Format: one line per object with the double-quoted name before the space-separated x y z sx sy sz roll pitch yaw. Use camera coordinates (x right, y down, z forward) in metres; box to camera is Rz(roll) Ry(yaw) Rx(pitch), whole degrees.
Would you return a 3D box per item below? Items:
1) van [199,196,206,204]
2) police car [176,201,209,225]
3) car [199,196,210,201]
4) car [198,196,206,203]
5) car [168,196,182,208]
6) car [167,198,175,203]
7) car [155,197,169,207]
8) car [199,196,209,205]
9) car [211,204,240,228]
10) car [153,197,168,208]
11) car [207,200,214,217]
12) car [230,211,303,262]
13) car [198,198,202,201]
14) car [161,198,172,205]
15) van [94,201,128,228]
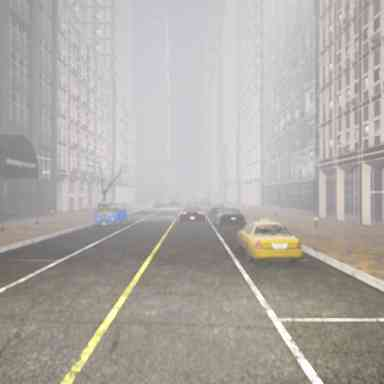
"van" 2.670 2.048 86.381 1.690 1.788 3.998 0 0 0
"police car" 0.051 1.736 26.333 2.038 1.542 4.974 0 -1 0
"car" 2.673 1.898 69.287 2.192 1.841 5.009 0 0 0
"car" 2.669 2.062 92.080 2.192 1.841 5.009 0 0 0
"car" -3.056 1.735 60.155 2.150 2.045 5.566 0 0 1
"car" -5.711 2.297 92.080 2.008 1.369 4.403 0 0 0
"car" -5.706 1.855 63.590 2.192 1.841 5.009 0 0 0
"car" 2.672 1.940 74.985 2.192 1.841 5.009 0 0 0
"car" 2.682 1.779 23.700 1.947 1.339 4.313 0 0 0
"car" -5.705 2.040 57.890 1.887 1.381 4.507 0 0 0
"car" 2.680 1.876 35.096 1.947 1.339 4.313 0 0 0
"car" 2.684 1.640 12.474 1.752 1.417 4.829 0 -1 0
"car" 0.002 1.989 48.902 1.994 1.385 4.181 0 0 0
"car" -5.708 2.065 74.985 1.967 1.590 4.097 0 0 0
"van" -5.700 1.554 23.704 1.690 1.788 3.998 0 -1 0
